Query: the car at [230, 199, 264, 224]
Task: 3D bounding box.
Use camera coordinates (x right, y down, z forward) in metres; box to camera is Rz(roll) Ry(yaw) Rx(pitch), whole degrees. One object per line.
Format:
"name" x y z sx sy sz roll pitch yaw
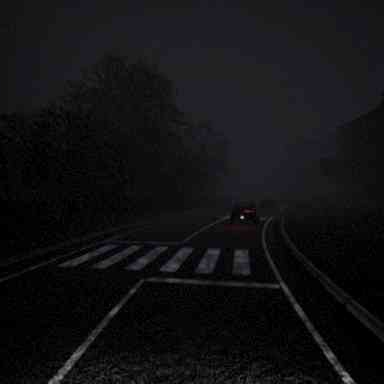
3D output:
"car" 4.026 1.464 24.632 1.837 1.490 4.892 1 0 16

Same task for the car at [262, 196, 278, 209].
"car" 9.541 1.279 41.226 1.882 1.535 5.008 1 1 19
